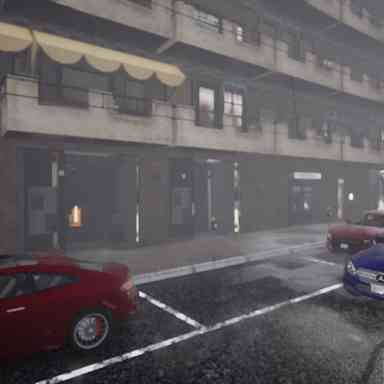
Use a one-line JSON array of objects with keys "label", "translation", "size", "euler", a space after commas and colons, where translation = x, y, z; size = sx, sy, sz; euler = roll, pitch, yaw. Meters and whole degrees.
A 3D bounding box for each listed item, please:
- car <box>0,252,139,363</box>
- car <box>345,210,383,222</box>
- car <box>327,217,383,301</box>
[{"label": "car", "translation": [-2.792, 1.577, 4.551], "size": [4.206, 1.307, 1.802], "euler": [-2, 2, -35]}, {"label": "car", "translation": [6.260, 1.278, 10.960], "size": [4.507, 1.381, 1.887], "euler": [-2, 2, -35]}, {"label": "car", "translation": [5.078, 1.336, 6.968], "size": [4.674, 1.442, 1.812], "euler": [-2, 1, -35]}]
